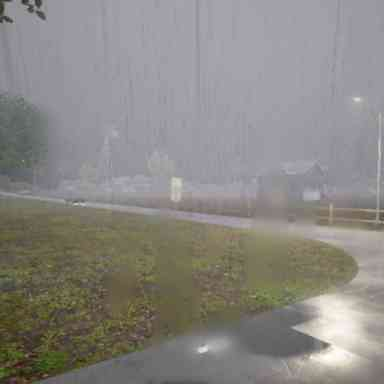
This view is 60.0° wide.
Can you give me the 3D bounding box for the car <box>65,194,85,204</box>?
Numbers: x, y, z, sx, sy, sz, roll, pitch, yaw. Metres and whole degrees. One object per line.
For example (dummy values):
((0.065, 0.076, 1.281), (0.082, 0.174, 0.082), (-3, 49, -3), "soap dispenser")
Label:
((-18.185, 1.026, 51.540), (2.033, 1.411, 5.357), (2, -1, -36), "car")
